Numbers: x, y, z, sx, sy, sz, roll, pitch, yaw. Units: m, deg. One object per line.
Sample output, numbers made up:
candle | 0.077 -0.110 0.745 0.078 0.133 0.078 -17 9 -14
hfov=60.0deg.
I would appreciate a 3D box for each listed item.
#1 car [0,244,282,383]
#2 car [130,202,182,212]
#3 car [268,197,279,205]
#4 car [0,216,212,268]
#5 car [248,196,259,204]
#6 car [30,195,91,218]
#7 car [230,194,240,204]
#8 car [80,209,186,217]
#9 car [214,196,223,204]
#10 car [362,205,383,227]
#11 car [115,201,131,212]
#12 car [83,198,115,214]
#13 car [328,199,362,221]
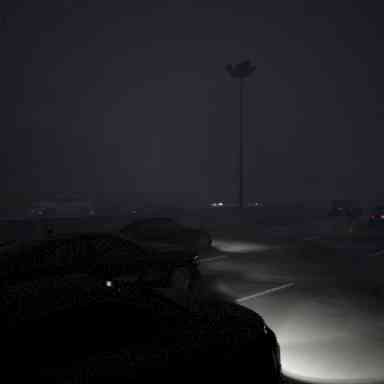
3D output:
car | -1.039 1.574 3.313 4.181 1.385 1.994 0 0 -36
car | -2.316 1.627 25.865 1.994 1.385 4.181 0 0 42
car | 15.309 1.660 62.500 2.033 1.411 5.357 0 0 9
car | -2.087 1.498 6.900 5.008 1.535 1.882 0 0 -38
car | 12.331 1.637 66.884 1.812 1.442 4.674 0 0 8
car | -11.890 1.314 30.887 2.150 2.045 5.566 0 0 45
car | 8.975 1.356 68.665 2.150 2.045 5.566 0 0 4
car | -1.364 1.556 11.974 4.674 1.442 1.812 0 0 -40
car | 5.457 1.675 68.299 2.128 1.511 4.902 0 0 4
car | 13.141 1.574 22.195 2.033 1.411 5.357 0 0 37
car | -4.060 1.600 29.120 1.812 1.442 4.674 0 0 41
car | -7.125 1.575 30.924 2.128 1.511 4.902 0 0 41
car | 13.119 1.392 28.362 2.097 1.767 4.553 0 0 35
